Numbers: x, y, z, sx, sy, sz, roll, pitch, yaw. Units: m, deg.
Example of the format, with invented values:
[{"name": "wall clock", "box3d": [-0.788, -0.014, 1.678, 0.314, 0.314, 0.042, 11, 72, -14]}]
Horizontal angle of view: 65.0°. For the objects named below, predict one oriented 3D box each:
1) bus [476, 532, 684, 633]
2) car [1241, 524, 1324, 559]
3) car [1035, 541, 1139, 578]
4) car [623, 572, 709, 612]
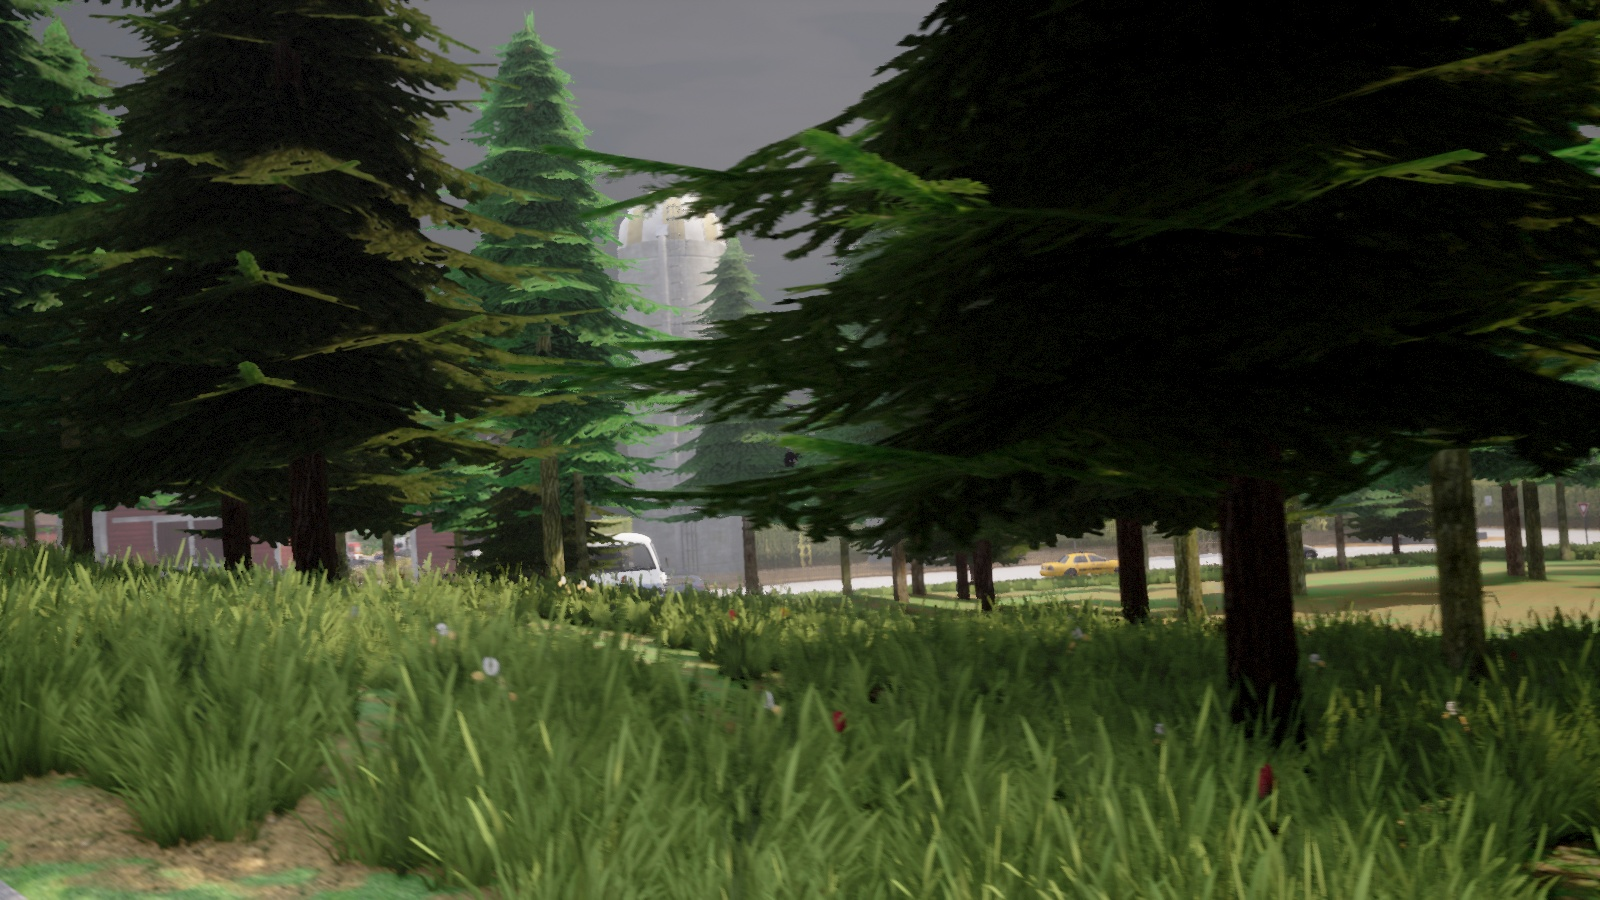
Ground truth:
[{"name": "bus", "box3d": [-11.555, 6.897, 66.647, 10.273, 4.253, 3.944, -4, -2, -9]}, {"name": "car", "box3d": [27.946, 5.287, 72.749, 3.988, 1.617, 1.851, -4, -2, -9]}, {"name": "car", "box3d": [16.189, 6.187, 70.911, 5.366, 1.575, 1.801, -4, -2, -9]}, {"name": "car", "box3d": [-7.597, 7.971, 70.740, 4.611, 1.667, 2.242, -4, -2, -9]}]
